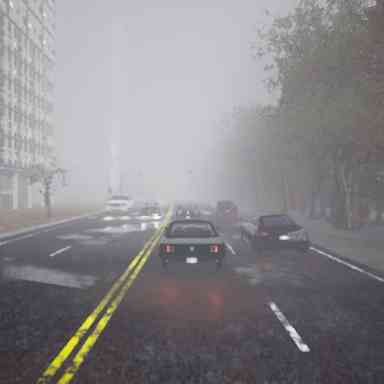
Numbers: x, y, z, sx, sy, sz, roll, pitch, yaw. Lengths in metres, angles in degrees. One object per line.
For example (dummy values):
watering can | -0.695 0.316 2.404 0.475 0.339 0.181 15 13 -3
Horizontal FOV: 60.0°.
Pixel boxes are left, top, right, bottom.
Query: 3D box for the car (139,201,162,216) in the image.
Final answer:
car | -3.976 1.531 32.488 1.994 1.385 4.181 0 0 -2

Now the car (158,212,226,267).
car | -0.018 1.588 11.363 1.895 1.301 4.718 0 0 -1

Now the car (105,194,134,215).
car | -7.281 1.189 34.026 2.150 2.045 5.566 0 0 -2

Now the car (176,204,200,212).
car | -0.347 1.572 26.570 1.895 1.301 4.718 0 0 -1

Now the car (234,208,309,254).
car | 3.182 1.502 13.580 1.994 1.385 4.181 -5 2 -1

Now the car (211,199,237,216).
car | 2.803 1.391 29.700 1.882 1.535 5.008 -4 1 -2
